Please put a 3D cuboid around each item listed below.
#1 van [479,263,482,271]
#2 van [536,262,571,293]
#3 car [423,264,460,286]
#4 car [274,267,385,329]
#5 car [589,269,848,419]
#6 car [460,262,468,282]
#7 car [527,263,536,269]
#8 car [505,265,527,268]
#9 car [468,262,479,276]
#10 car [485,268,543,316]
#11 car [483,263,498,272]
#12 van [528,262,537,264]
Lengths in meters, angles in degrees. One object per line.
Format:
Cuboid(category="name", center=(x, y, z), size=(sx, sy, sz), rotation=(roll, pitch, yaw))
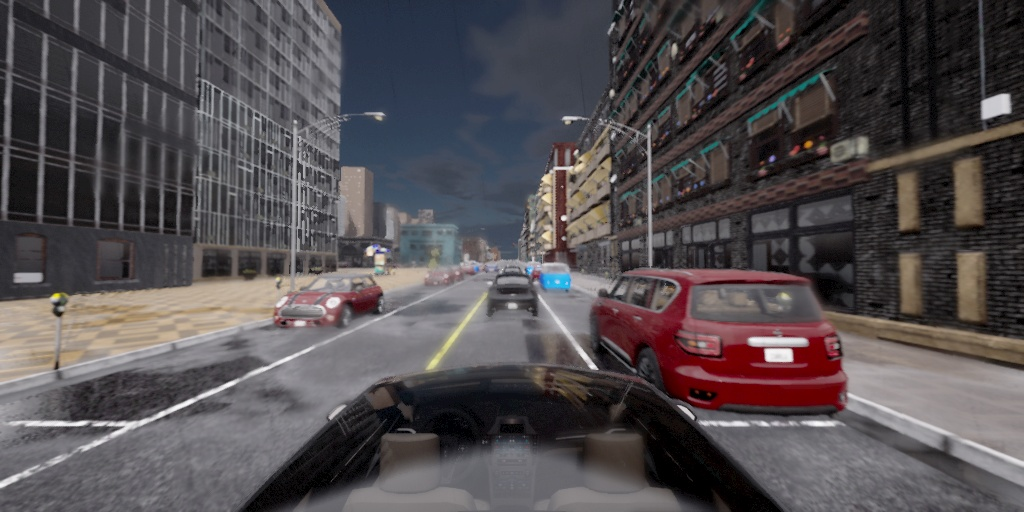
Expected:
Cuboid(category="van", center=(-5.657, 1.684, 51.146), size=(1.690, 1.789, 3.998), rotation=(0, 0, 0))
Cuboid(category="van", center=(2.692, 1.354, 22.949), size=(1.690, 1.789, 3.998), rotation=(0, 0, 0))
Cuboid(category="car", center=(-5.662, 1.520, 28.564), size=(1.967, 1.591, 4.097), rotation=(0, 0, 0))
Cuboid(category="car", center=(-5.692, 1.314, 11.627), size=(1.967, 1.591, 4.097), rotation=(0, 0, 0))
Cuboid(category="car", center=(2.692, 1.119, 6.011), size=(2.192, 1.841, 5.009), rotation=(0, 0, 0))
Cuboid(category="car", center=(-5.656, 1.587, 34.210), size=(1.967, 1.591, 4.097), rotation=(0, 0, 0))
Cuboid(category="car", center=(2.692, 1.693, 34.243), size=(1.888, 1.381, 4.507), rotation=(0, 0, 0))
Cuboid(category="car", center=(0.046, 1.594, 29.149), size=(1.837, 1.490, 4.892), rotation=(0, 0, 0))
Cuboid(category="car", center=(-5.656, 1.824, 45.500), size=(1.888, 1.381, 4.507), rotation=(0, 0, 0))
Cuboid(category="car", center=(0.046, 1.411, 14.142), size=(1.837, 1.490, 4.892), rotation=(0, 0, 0))
Cuboid(category="car", center=(-3.074, 1.918, 55.573), size=(1.812, 1.442, 4.674), rotation=(0, -1, 0))
Cuboid(category="van", center=(2.692, 1.620, 45.534), size=(1.690, 1.789, 3.998), rotation=(0, 0, 0))
